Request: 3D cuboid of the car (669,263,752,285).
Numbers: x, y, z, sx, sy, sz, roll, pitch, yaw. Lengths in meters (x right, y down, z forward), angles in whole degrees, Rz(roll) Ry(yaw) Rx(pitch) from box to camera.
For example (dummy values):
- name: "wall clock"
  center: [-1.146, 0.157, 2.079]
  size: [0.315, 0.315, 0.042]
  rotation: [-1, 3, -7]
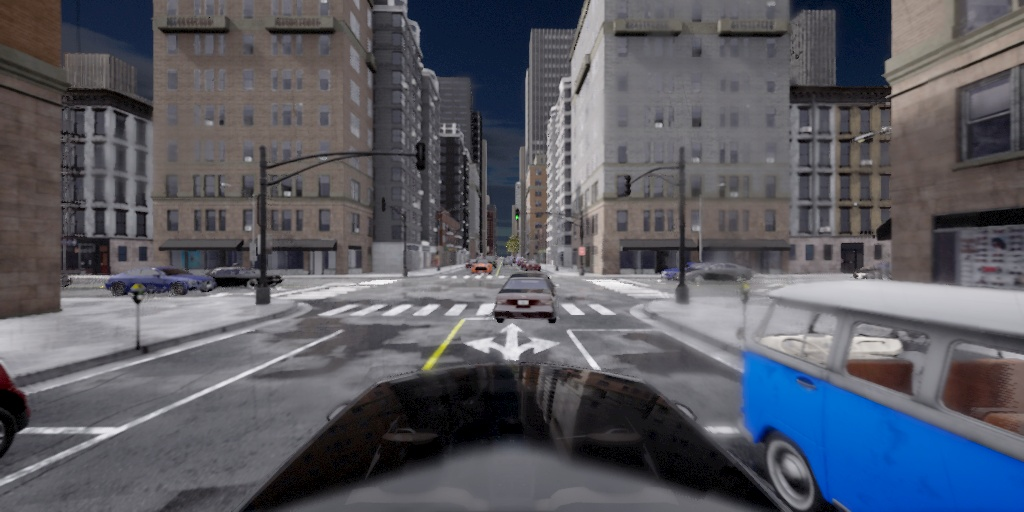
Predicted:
- name: "car"
  center: [14.167, 1.207, 25.211]
  size: [4.902, 1.511, 2.128]
  rotation: [0, 0, 0]

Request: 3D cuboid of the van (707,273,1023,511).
- name: "van"
  center: [2.857, 1.091, 1.654]
  size: [1.690, 1.789, 3.998]
  rotation: [0, 0, 0]

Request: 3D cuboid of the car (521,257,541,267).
- name: "car"
  center: [2.557, 1.171, 45.543]
  size: [1.967, 1.591, 4.097]
  rotation: [0, 0, -1]

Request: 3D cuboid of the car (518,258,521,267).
- name: "car"
  center: [2.305, 1.313, 56.850]
  size: [1.802, 1.307, 4.207]
  rotation: [0, 0, -1]

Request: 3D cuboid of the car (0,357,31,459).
- name: "car"
  center: [-5.669, 1.189, 1.645]
  size: [1.967, 1.591, 4.097]
  rotation: [0, 0, 0]

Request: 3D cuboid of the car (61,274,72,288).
- name: "car"
  center: [-29.494, 1.287, 21.502]
  size: [4.674, 1.442, 1.812]
  rotation: [0, 0, 0]

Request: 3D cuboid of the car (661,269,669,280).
- name: "car"
  center: [14.298, 1.242, 28.460]
  size: [4.674, 1.442, 1.812]
  rotation: [0, 0, 0]

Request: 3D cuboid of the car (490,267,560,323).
- name: "car"
  center: [0.596, 1.284, 12.074]
  size: [2.033, 1.411, 5.357]
  rotation: [0, 0, 7]

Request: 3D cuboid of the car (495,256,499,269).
- name: "car"
  center: [-3.596, 0.954, 56.981]
  size: [2.150, 2.045, 5.566]
  rotation: [0, 0, -1]

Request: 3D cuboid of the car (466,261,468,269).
- name: "car"
  center: [-6.218, 1.170, 56.668]
  size: [1.967, 1.591, 4.097]
  rotation: [0, 0, -1]

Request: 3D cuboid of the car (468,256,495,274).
- name: "car"
  center: [-3.284, 1.082, 39.922]
  size: [2.097, 1.767, 4.553]
  rotation: [0, 0, 0]

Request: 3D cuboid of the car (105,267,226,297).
- name: "car"
  center: [-17.843, 1.271, 18.319]
  size: [4.674, 1.442, 1.812]
  rotation: [0, 0, -1]

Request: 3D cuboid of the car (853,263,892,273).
- name: "car"
  center: [27.027, 1.202, 25.282]
  size: [4.902, 1.511, 2.128]
  rotation: [0, 0, 0]

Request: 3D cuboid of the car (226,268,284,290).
- name: "car"
  center: [-16.511, 1.344, 21.576]
  size: [4.718, 1.301, 1.895]
  rotation: [0, 0, 0]
